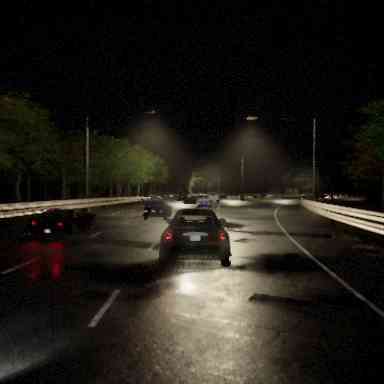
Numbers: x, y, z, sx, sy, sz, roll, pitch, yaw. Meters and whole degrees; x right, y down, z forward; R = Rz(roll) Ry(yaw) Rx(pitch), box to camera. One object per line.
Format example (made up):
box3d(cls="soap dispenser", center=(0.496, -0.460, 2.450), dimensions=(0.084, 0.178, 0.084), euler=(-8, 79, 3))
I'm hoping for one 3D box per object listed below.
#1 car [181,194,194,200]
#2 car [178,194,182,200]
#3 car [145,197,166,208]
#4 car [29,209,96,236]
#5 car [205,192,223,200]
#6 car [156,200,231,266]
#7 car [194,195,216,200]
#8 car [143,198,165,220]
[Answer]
box3d(cls="car", center=(-0.145, 1.434, 59.219), dimensions=(1.994, 1.385, 4.181), euler=(0, 0, 7))
box3d(cls="car", center=(-1.802, 1.171, 73.927), dimensions=(2.097, 1.767, 4.553), euler=(0, 0, 9))
box3d(cls="car", center=(-5.041, 1.455, 46.520), dimensions=(1.994, 1.385, 4.181), euler=(0, 0, 5))
box3d(cls="car", center=(-6.813, 1.554, 18.118), dimensions=(1.895, 1.301, 4.718), euler=(1, 0, 2))
box3d(cls="car", center=(4.712, 1.075, 70.130), dimensions=(2.150, 2.045, 5.566), euler=(0, 0, 9))
box3d(cls="car", center=(0.123, 1.347, 11.686), dimensions=(2.097, 1.767, 4.553), euler=(0, 0, 1))
box3d(cls="car", center=(1.766, 1.466, 44.786), dimensions=(2.033, 1.411, 5.357), euler=(0, 0, 5))
box3d(cls="car", center=(-2.794, 1.506, 27.824), dimensions=(2.033, 1.411, 5.357), euler=(0, 0, 3))
